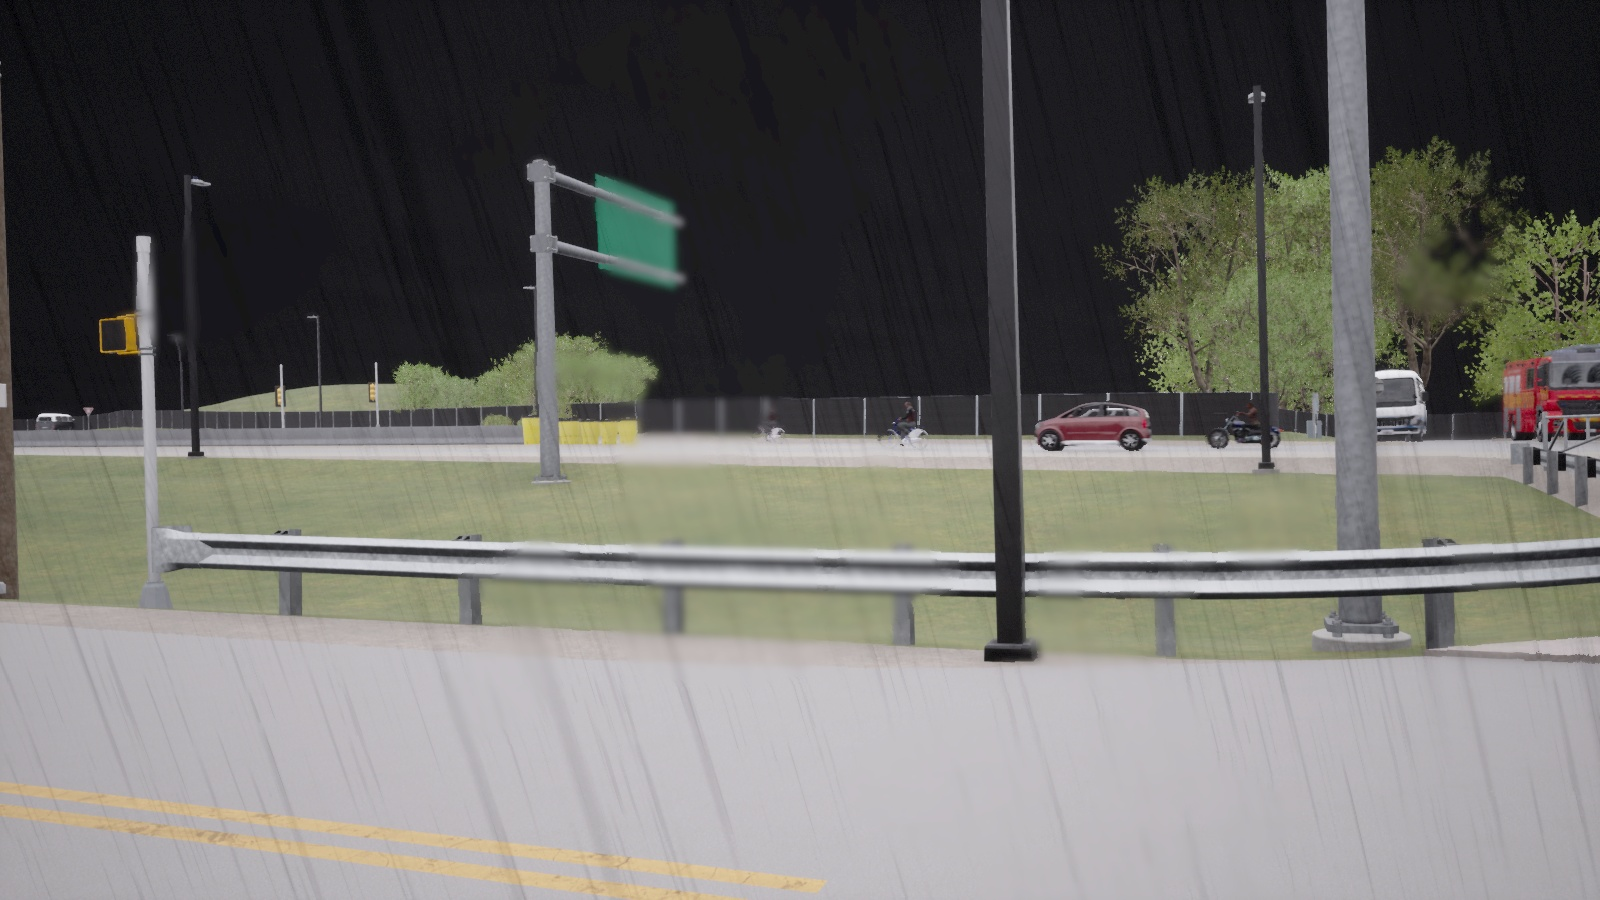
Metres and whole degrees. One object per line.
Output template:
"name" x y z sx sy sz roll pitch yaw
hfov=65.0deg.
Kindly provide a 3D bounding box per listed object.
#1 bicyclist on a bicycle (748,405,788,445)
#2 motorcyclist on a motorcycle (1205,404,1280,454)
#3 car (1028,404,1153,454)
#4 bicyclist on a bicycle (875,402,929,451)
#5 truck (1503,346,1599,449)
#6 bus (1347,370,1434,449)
"bicyclist on a bicycle" -1.470 -1.157 57.657 1.843 1.776 0.659 1 2 39
"motorcyclist on a motorcycle" 14.818 -0.712 42.080 2.350 1.649 0.766 0 1 19
"car" 9.339 -0.663 40.297 3.705 1.549 1.789 0 1 19
"bicyclist on a bicycle" 3.722 -0.865 45.982 1.843 1.776 0.659 1 1 19
"truck" 30.989 -2.020 50.867 2.891 3.827 8.468 0 1 19
"bus" 35.045 -2.235 74.271 3.944 4.253 10.273 -1 -1 28
